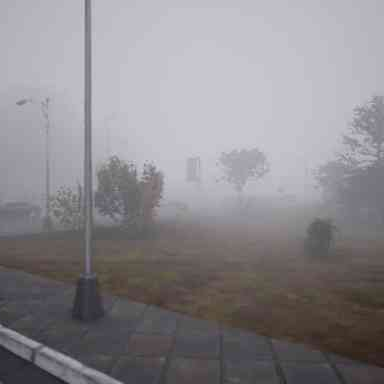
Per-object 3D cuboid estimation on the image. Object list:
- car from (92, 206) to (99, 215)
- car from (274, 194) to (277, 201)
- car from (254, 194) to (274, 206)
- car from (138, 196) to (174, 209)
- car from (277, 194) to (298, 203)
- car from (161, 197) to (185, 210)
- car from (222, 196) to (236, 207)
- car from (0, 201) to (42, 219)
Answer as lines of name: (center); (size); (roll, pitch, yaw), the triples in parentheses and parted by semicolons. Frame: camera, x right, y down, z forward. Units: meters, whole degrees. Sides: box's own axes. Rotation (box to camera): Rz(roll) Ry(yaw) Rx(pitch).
car: (-9.106, 1.499, 34.962); (2.128, 1.511, 4.902); (0, 0, 39)
car: (14.215, 1.035, 59.565); (2.128, 1.511, 4.902); (0, 1, 31)
car: (9.173, 1.160, 46.326); (2.097, 1.767, 4.553); (0, 1, 38)
car: (-4.862, 1.414, 45.840); (1.882, 1.535, 5.008); (0, 1, 39)
car: (16.935, 1.042, 57.321); (2.128, 1.511, 4.902); (0, 1, 31)
car: (-2.656, 1.544, 42.999); (1.895, 1.301, 4.718); (0, 1, 39)
car: (6.222, 1.293, 48.228); (1.882, 1.535, 5.008); (0, 0, 38)
car: (-15.046, 1.521, 27.554); (1.837, 1.490, 4.892); (0, 0, 39)
